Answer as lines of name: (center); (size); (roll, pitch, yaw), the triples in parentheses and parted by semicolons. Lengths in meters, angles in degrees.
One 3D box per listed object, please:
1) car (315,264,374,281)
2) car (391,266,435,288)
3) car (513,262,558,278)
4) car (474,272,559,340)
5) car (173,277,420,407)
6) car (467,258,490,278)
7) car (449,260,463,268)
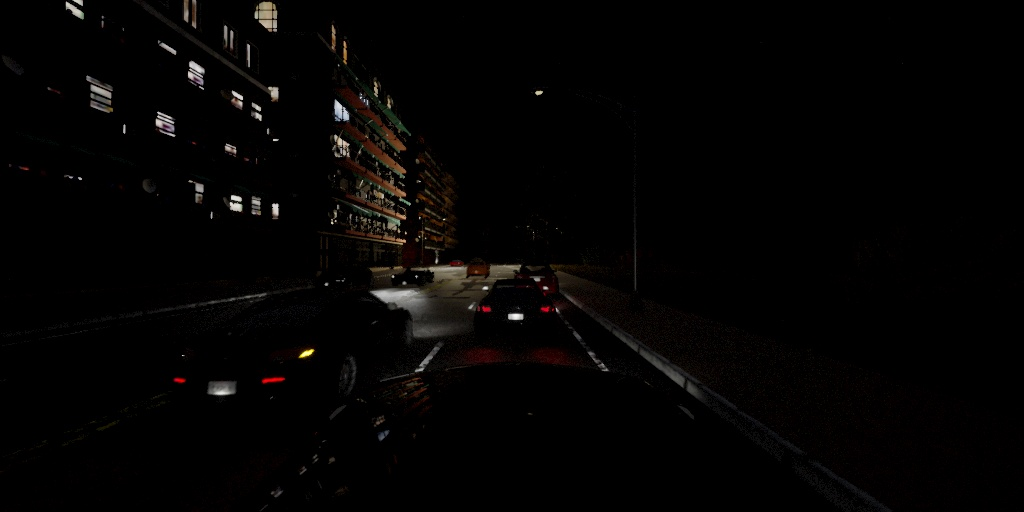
car: (-9.834, 1.257, 21.413); (1.837, 1.490, 4.892); (0, 0, 0)
car: (-6.581, 1.353, 24.152); (1.895, 1.301, 4.718); (0, 0, 0)
car: (1.151, 1.103, 18.533); (2.097, 1.767, 4.553); (0, 0, 0)
car: (0.101, 1.315, 9.954); (1.994, 1.385, 4.181); (0, 0, 0)
car: (-3.149, 1.277, 6.199); (1.812, 1.442, 4.674); (0, 0, 0)
car: (-3.124, 1.230, 33.938); (1.882, 1.535, 5.008); (0, 0, 0)
car: (-9.757, 1.351, 62.947); (1.895, 1.301, 4.718); (0, 0, 1)
